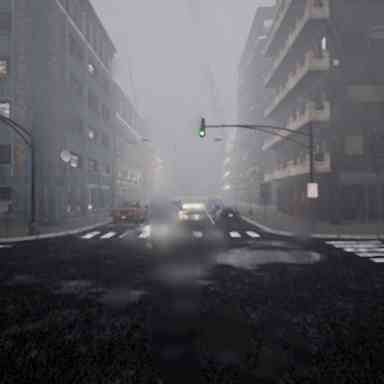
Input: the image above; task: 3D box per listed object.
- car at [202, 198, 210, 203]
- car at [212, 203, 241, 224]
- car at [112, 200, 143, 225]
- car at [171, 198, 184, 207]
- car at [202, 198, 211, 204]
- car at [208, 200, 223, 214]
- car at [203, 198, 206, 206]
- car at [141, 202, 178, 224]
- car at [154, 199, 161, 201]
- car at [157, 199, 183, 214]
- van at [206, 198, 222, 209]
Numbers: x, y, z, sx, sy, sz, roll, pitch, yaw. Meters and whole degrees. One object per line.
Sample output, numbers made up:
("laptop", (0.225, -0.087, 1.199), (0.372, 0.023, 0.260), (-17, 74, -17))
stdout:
("car", (3.638, 2.268, 87.847), (1.887, 1.381, 4.507), (0, 0, 1))
("car", (2.909, 1.792, 26.781), (1.947, 1.339, 4.313), (0, 0, 1))
("car", (-4.971, 1.563, 26.876), (2.192, 1.841, 5.009), (0, 0, 1))
("car", (-2.249, 1.939, 47.527), (1.812, 1.442, 4.674), (0, 0, 1))
("car", (3.571, 2.224, 82.295), (1.887, 1.381, 4.507), (0, 0, 1))
("car", (3.041, 1.901, 37.883), (1.802, 1.307, 4.206), (0, 0, 1))
("car", (3.240, 1.897, 54.539), (1.967, 1.590, 4.097), (0, 0, 1))
("car", (-2.503, 1.791, 27.165), (2.033, 1.411, 5.357), (0, 0, 1))
("car", (-4.772, 1.931, 43.529), (1.887, 1.381, 4.507), (0, 0, 1))
("car", (-2.380, 1.876, 37.266), (2.033, 1.411, 5.357), (0, 0, 1))
("van", (3.108, 1.707, 43.437), (1.690, 1.788, 3.998), (0, 0, 1))
